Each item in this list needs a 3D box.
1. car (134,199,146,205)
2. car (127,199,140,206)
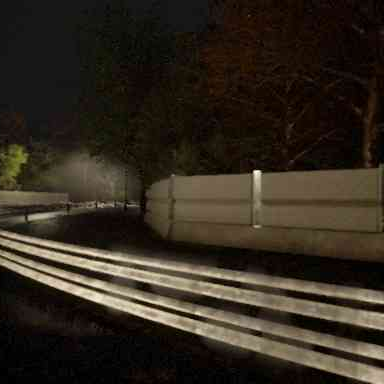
[{"bbox_3d":[-14.251,2.704,91.519,2.097,1.767,4.553,0,-2,4],"label":"car"},{"bbox_3d":[-14.900,2.553,81.255,2.128,1.511,4.902,0,-1,4],"label":"car"}]
